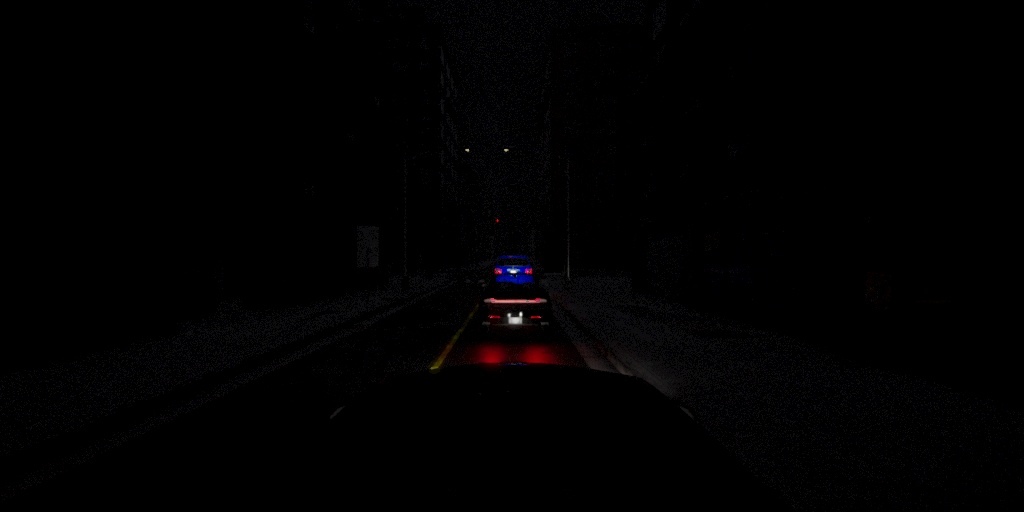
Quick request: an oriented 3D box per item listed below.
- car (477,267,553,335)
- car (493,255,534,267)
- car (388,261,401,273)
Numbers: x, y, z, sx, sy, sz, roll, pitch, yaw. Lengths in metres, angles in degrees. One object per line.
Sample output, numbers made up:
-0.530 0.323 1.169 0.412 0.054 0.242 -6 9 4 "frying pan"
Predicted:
0.093 1.228 10.447 2.128 1.511 4.902 0 0 0 "car"
0.091 0.942 20.758 2.150 2.045 5.566 0 0 1 "car"
-14.683 1.230 40.410 4.313 1.339 1.948 0 0 0 "car"
